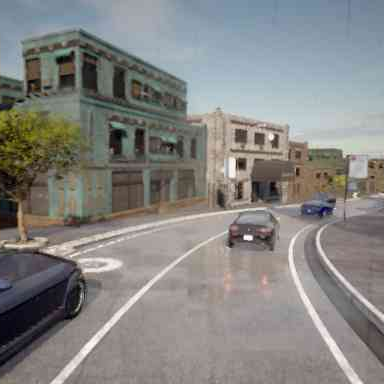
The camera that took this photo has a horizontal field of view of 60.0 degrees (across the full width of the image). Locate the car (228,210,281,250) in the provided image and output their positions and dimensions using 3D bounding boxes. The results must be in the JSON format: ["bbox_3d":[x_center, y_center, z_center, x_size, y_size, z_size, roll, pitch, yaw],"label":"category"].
[{"bbox_3d":[2.779,1.508,14.394,1.812,1.442,4.674,2,1,18],"label":"car"}]

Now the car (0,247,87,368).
[{"bbox_3d":[-3.111,1.507,4.545,1.994,1.385,4.181,1,0,7],"label":"car"}]

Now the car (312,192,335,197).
[{"bbox_3d":[17.106,1.062,43.429,2.150,2.045,5.566,4,3,39],"label":"car"}]

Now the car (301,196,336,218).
[{"bbox_3d":[11.480,1.457,30.344,1.882,1.535,5.008,4,2,36],"label":"car"}]
